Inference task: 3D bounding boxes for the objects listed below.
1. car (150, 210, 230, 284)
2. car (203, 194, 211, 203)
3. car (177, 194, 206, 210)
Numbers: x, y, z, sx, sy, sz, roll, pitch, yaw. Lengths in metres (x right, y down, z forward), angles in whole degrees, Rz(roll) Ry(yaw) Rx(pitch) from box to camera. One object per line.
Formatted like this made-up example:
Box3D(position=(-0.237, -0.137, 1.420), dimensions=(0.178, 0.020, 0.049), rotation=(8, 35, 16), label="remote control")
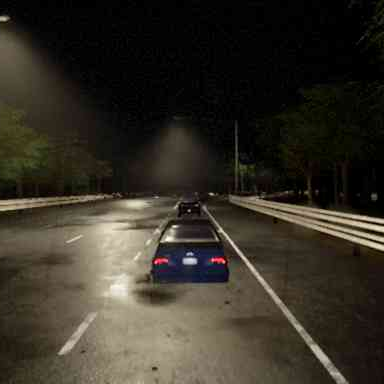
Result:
Box3D(position=(-0.064, 1.464, 9.406), dimensions=(2.033, 1.411, 5.357), rotation=(0, 1, 0), label="car")
Box3D(position=(1.857, 1.053, 56.473), dimensions=(1.994, 1.385, 4.181), rotation=(0, 0, 13), label="car")
Box3D(position=(-0.222, 1.241, 28.425), dimensions=(2.128, 1.511, 4.902), rotation=(0, 1, 0), label="car")
